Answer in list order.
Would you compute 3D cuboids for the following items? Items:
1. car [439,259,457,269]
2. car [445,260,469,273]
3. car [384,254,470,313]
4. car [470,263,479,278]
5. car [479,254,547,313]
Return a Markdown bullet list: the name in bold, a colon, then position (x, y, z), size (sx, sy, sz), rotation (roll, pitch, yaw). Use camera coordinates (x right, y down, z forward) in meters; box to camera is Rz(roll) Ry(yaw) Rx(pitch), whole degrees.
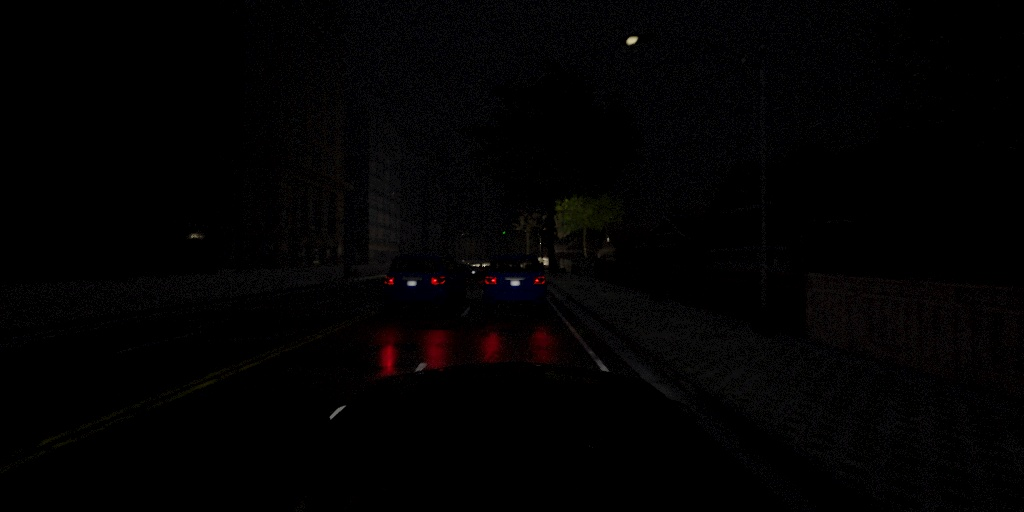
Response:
- **car**: position (-9.723, 1.182, 54.580), size (1.882, 1.535, 5.008), rotation (0, 0, 0)
- **car**: position (-6.561, 1.200, 43.092), size (2.128, 1.511, 4.902), rotation (0, 0, 0)
- **car**: position (-3.146, 0.952, 13.958), size (2.150, 2.045, 5.566), rotation (0, 0, 0)
- **car**: position (-3.140, 1.278, 31.212), size (1.994, 1.385, 4.181), rotation (0, 0, 0)
- **car**: position (0.104, 0.952, 14.076), size (2.150, 2.045, 5.566), rotation (0, 0, 0)
